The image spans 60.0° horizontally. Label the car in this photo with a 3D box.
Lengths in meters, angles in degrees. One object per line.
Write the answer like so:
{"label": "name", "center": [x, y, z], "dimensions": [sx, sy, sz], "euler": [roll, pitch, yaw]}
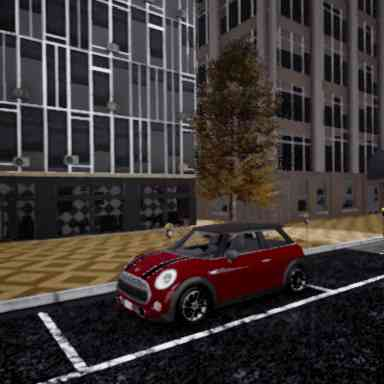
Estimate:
{"label": "car", "center": [0.516, 1.415, 6.939], "dimensions": [4.097, 1.590, 1.967], "euler": [0, 0, -36]}
